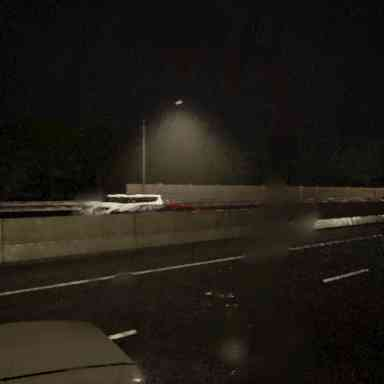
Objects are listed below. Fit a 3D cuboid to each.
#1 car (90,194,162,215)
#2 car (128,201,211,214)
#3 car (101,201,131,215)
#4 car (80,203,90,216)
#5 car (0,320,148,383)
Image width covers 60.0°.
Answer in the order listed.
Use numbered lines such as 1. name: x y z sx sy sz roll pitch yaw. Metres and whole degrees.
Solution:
1. car: -4.793 1.240 26.377 5.566 2.045 2.150 0 0 -36
2. car: -1.053 1.493 20.447 5.008 1.535 1.882 0 0 -36
3. car: -3.206 1.564 23.212 5.357 1.411 2.033 0 0 -36
4. car: -6.864 1.241 29.199 5.566 2.045 2.150 0 0 -36
5. car: -2.860 1.548 1.828 5.357 1.411 2.033 0 0 -35
